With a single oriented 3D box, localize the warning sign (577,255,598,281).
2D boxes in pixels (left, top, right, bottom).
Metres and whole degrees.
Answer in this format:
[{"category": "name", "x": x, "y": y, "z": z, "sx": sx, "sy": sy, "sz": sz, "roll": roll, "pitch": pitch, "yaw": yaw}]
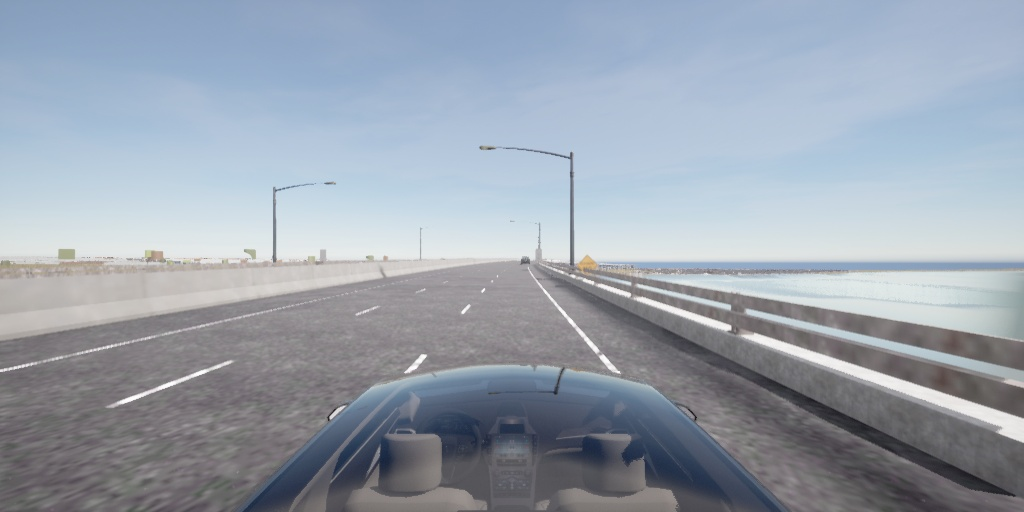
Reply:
[{"category": "warning sign", "x": 4.674, "y": 0.851, "z": 22.124, "sx": 1.300, "sy": 1.860, "sz": 1.060, "roll": 0, "pitch": 0, "yaw": 1}]
